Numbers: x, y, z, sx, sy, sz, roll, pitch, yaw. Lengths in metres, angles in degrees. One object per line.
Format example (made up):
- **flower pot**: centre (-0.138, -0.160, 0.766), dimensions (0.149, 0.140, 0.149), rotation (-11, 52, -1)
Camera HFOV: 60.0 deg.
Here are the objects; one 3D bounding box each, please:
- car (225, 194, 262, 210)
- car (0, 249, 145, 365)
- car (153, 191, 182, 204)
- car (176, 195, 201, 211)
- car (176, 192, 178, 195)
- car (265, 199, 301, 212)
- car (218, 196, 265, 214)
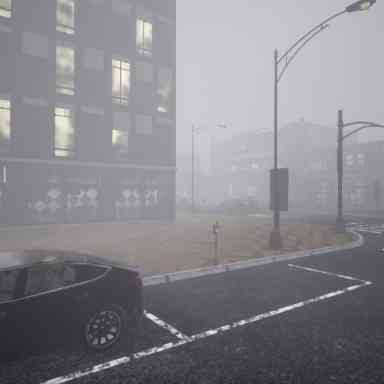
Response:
- **car**: centre (5.917, 1.131, 38.672), dimensions (1.967, 1.590, 4.097), rotation (1, 0, -36)
- **car**: centre (-2.738, 1.566, 4.601), dimensions (4.313, 1.339, 1.947), rotation (0, 0, -36)
- **car**: centre (-3.949, 0.795, 52.065), dimensions (2.192, 1.841, 5.009), rotation (1, 0, -36)
- **car**: centre (-0.832, 1.231, 33.700), dimensions (1.802, 1.307, 4.206), rotation (1, 0, -36)
- **car**: centre (-0.665, 1.102, 47.601), dimensions (2.008, 1.369, 4.403), rotation (1, 0, -36)
- **car**: centre (9.205, 1.341, 34.206), dimensions (1.802, 1.307, 4.206), rotation (1, 0, -36)
- **car**: centre (4.321, 1.290, 31.062), dimensions (1.994, 1.385, 4.181), rotation (0, 0, -36)
